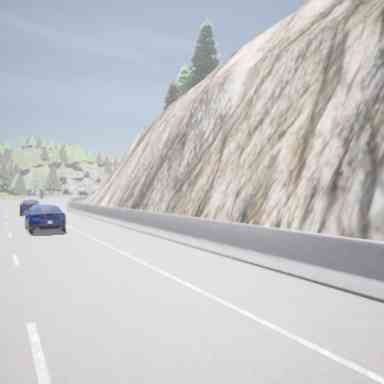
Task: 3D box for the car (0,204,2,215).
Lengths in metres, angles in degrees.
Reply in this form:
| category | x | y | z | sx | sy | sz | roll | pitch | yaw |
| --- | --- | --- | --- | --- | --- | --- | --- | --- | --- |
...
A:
| category | x | y | z | sx | sy | sz | roll | pitch | yaw |
| --- | --- | --- | --- | --- | --- | --- | --- | --- | --- |
| car | -18.954 | 1.517 | 31.058 | 2.128 | 1.511 | 4.902 | 0 | 0 | -27 |

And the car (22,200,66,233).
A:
| category | x | y | z | sx | sy | sz | roll | pitch | yaw |
| --- | --- | --- | --- | --- | --- | --- | --- | --- | --- |
| car | -8.826 | 1.496 | 19.898 | 1.882 | 1.535 | 5.008 | 0 | 0 | -30 |

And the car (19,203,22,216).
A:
| category | x | y | z | sx | sy | sz | roll | pitch | yaw |
| --- | --- | --- | --- | --- | --- | --- | --- | --- | --- |
| car | -16.276 | 1.508 | 33.528 | 1.882 | 1.535 | 5.008 | 0 | 0 | -27 |
